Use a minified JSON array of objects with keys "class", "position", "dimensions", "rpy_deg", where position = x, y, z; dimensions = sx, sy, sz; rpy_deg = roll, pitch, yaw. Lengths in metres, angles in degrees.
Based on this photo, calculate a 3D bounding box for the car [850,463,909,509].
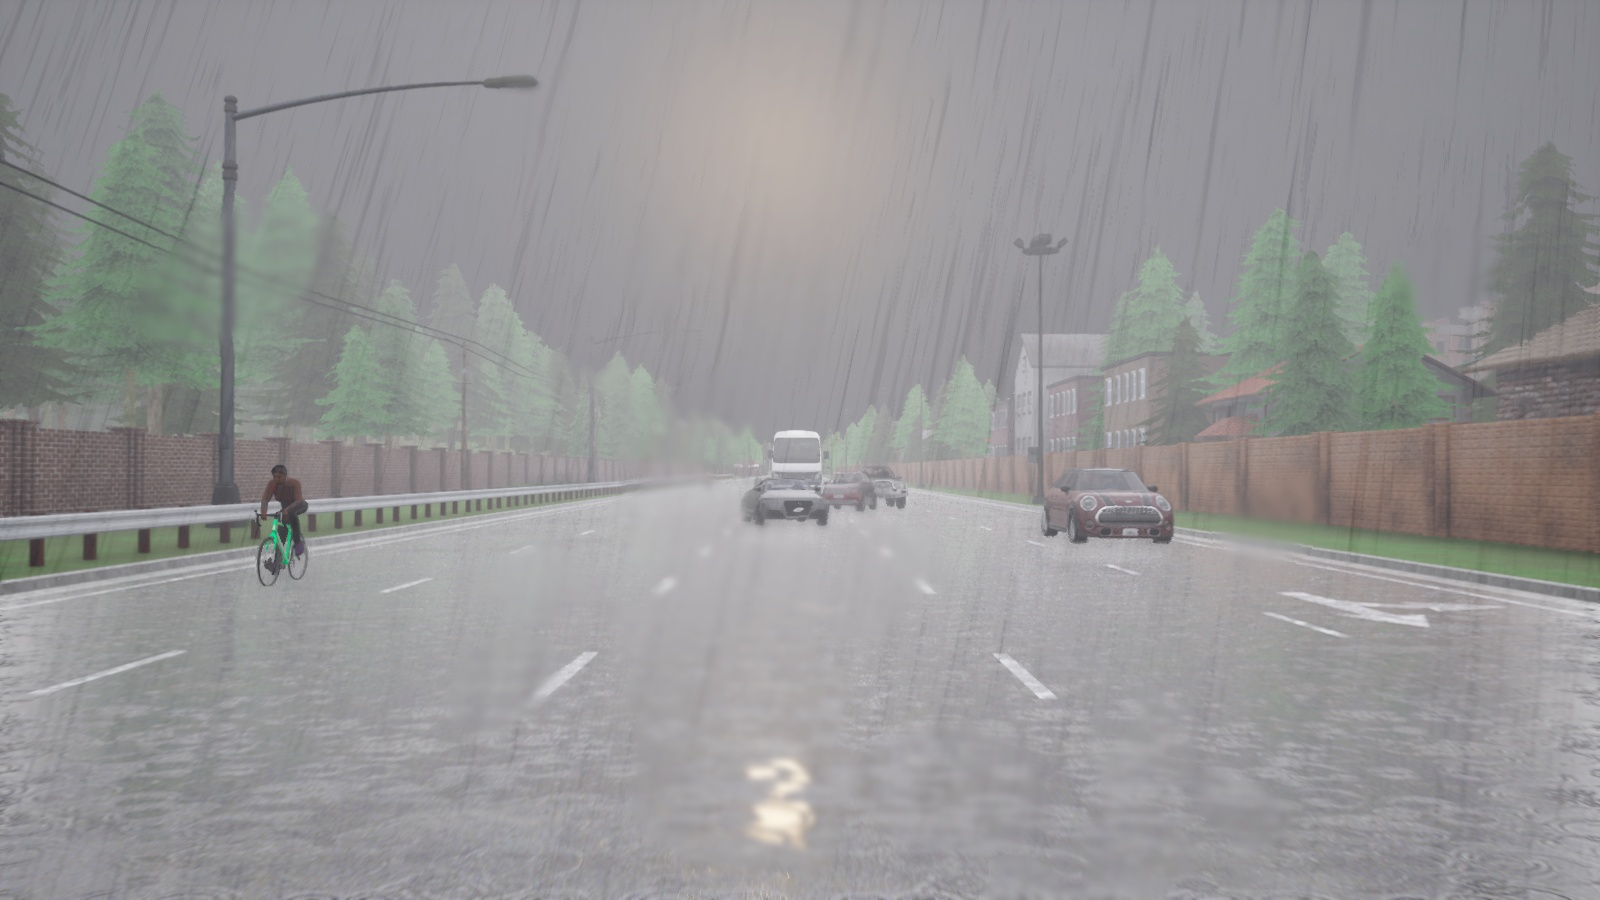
[{"class":"car","position":[3.307,1.507,53.099],"dimensions":[1.932,1.855,4.605],"rpy_deg":[0,-1,-4]}]

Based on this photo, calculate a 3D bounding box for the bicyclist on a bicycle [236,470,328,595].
[{"class":"bicyclist on a bicycle","position":[-7.043,1.083,17.156],"dimensions":[0.582,1.620,1.656],"rpy_deg":[0,-1,0]}]

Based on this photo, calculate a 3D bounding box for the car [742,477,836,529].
[{"class":"car","position":[-0.396,1.487,36.236],"dimensions":[1.994,1.385,4.181],"rpy_deg":[0,-1,-11]}]

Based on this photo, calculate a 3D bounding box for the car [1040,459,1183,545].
[{"class":"car","position":[6.929,1.121,28.444],"dimensions":[2.097,1.767,4.553],"rpy_deg":[0,-1,0]}]

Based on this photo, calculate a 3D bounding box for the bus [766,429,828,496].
[{"class":"bus","position":[-0.216,0.858,84.741],"dimensions":[3.944,4.253,10.273],"rpy_deg":[0,-1,0]}]

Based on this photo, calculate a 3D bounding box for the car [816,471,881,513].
[{"class":"car","position":[1.918,1.603,48.648],"dimensions":[1.789,1.549,3.705],"rpy_deg":[0,-1,14]}]
